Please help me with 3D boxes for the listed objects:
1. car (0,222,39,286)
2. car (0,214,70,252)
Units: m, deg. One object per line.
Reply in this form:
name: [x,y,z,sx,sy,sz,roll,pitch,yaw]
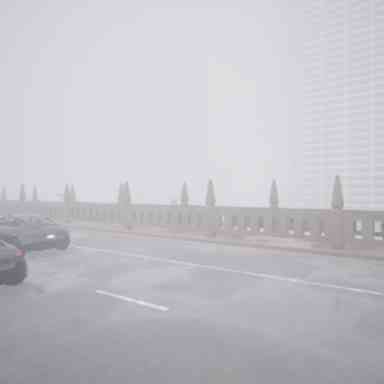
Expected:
car: [-5.948,1.564,8.237,4.181,1.385,1.994,0,0,36]
car: [-6.680,1.564,13.059,4.181,1.385,1.994,0,0,36]
